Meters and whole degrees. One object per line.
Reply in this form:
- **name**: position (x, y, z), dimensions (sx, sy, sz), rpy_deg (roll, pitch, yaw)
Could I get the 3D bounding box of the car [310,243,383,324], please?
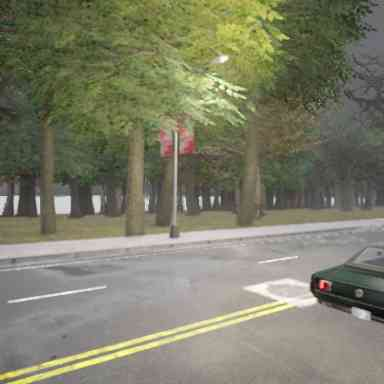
- **car**: position (4.533, 1.694, 6.608), dimensions (4.718, 1.301, 1.895), rpy_deg (1, -1, -35)
